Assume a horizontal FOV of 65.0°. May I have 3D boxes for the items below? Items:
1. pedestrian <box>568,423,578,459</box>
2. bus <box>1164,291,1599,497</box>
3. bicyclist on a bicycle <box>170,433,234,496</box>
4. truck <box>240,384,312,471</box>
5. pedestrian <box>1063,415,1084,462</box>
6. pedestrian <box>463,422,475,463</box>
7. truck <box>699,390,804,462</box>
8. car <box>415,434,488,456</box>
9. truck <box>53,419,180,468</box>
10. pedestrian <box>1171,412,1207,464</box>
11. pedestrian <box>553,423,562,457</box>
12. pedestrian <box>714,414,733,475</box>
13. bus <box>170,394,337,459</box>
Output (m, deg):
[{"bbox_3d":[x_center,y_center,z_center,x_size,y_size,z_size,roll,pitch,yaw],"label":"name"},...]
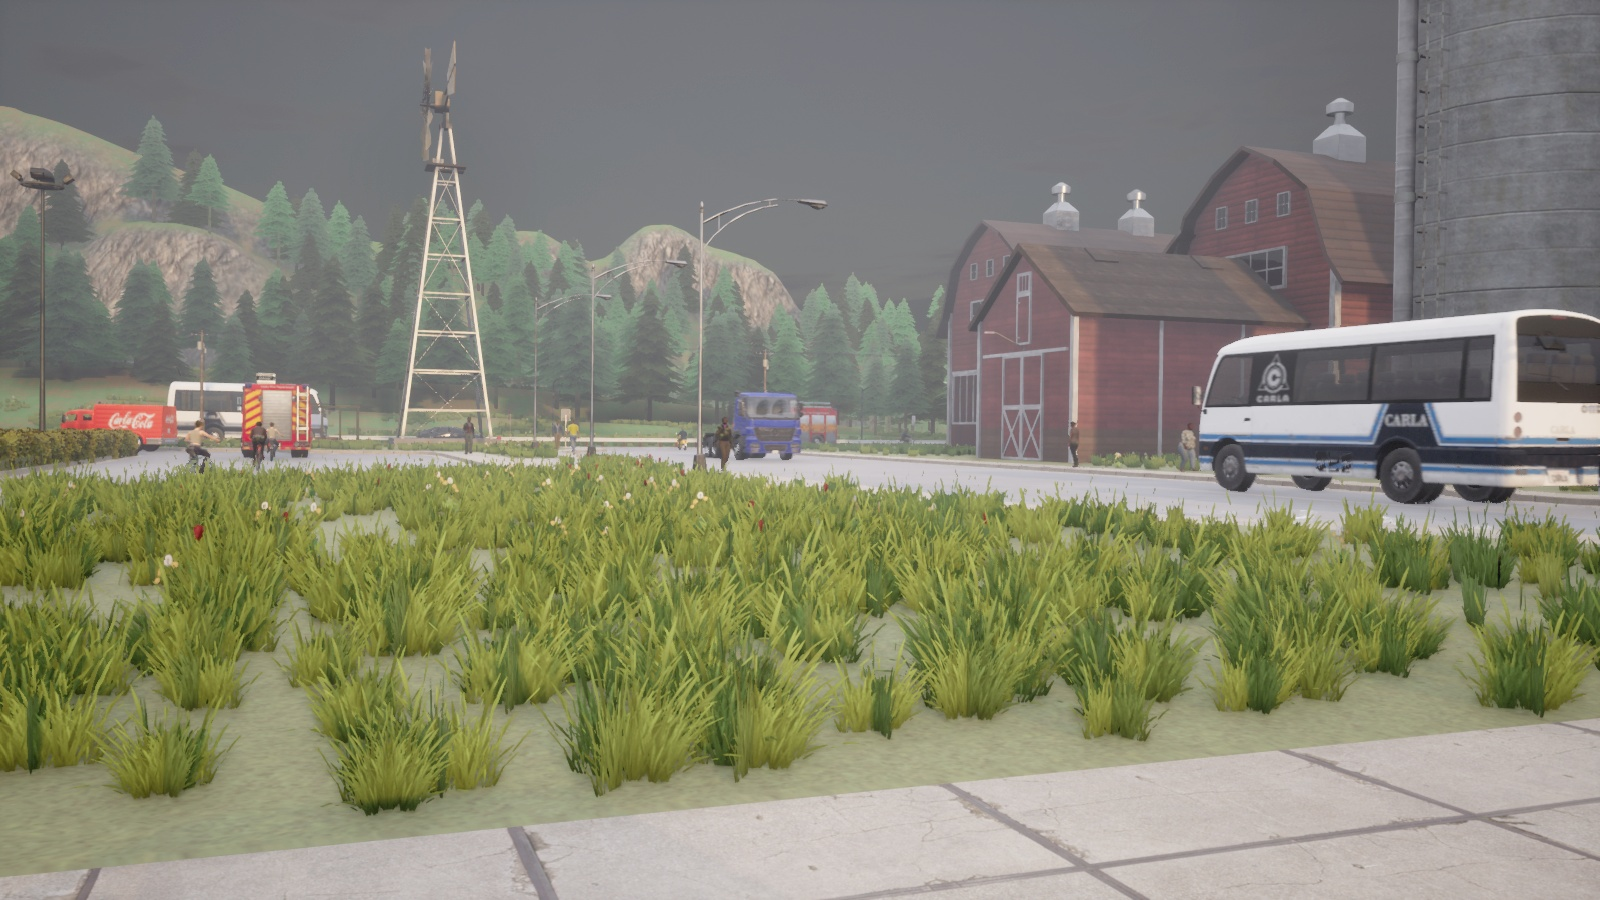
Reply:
[{"bbox_3d":[-11.565,-0.462,63.994,0.354,1.836,0.706,-1,1,-19],"label":"pedestrian"},{"bbox_3d":[13.986,-1.239,31.379,3.944,4.253,10.273,-1,1,-21],"label":"bus"},{"bbox_3d":[-15.837,0.364,33.302,0.866,1.612,1.509,-3,1,2],"label":"bicyclist on a bicycle"},{"bbox_3d":[-25.144,-1.072,60.022,2.891,3.827,8.468,-1,1,-24],"label":"truck"},{"bbox_3d":[10.677,-0.458,49.025,0.328,1.805,0.869,-1,1,-26],"label":"pedestrian"},{"bbox_3d":[-16.020,-0.363,60.777,0.402,1.930,0.666,-1,1,-25],"label":"pedestrian"},{"bbox_3d":[-2.634,-1.200,64.289,2.891,3.462,7.936,-1,1,-21],"label":"truck"},{"bbox_3d":[-25.126,-0.398,90.509,4.892,1.490,1.837,-1,1,-20],"label":"car"},{"bbox_3d":[-35.700,-0.371,65.713,5.204,2.467,2.627,-1,1,-8],"label":"truck"},{"bbox_3d":[13.985,-0.431,45.156,0.874,1.855,0.900,-1,1,-24],"label":"pedestrian"},{"bbox_3d":[-14.122,-0.582,73.079,0.423,1.949,0.788,-1,1,-7],"label":"pedestrian"},{"bbox_3d":[-2.467,-0.180,40.621,0.395,1.930,0.692,-1,1,-22],"label":"pedestrian"},{"bbox_3d":[-37.198,-1.576,86.017,10.273,4.253,3.944,0,1,-20],"label":"bus"}]
